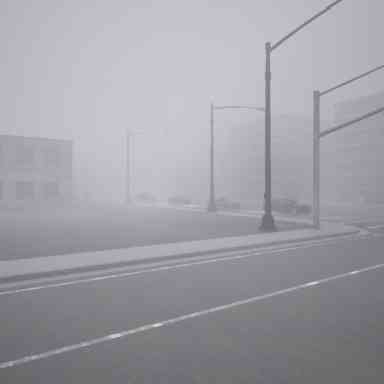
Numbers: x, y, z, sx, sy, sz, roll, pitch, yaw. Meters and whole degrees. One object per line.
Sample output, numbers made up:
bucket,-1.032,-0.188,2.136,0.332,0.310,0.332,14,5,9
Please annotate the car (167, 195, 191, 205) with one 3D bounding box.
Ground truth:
car,-1.885,1.120,47.934,1.994,1.385,4.181,0,1,-34

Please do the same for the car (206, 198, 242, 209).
car,3.769,1.332,39.667,1.895,1.301,4.718,0,1,-34

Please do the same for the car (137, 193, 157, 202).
car,-7.640,0.866,56.399,2.128,1.511,4.902,0,1,-34

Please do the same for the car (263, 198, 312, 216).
car,9.066,1.345,31.972,1.882,1.535,5.008,0,1,-35
